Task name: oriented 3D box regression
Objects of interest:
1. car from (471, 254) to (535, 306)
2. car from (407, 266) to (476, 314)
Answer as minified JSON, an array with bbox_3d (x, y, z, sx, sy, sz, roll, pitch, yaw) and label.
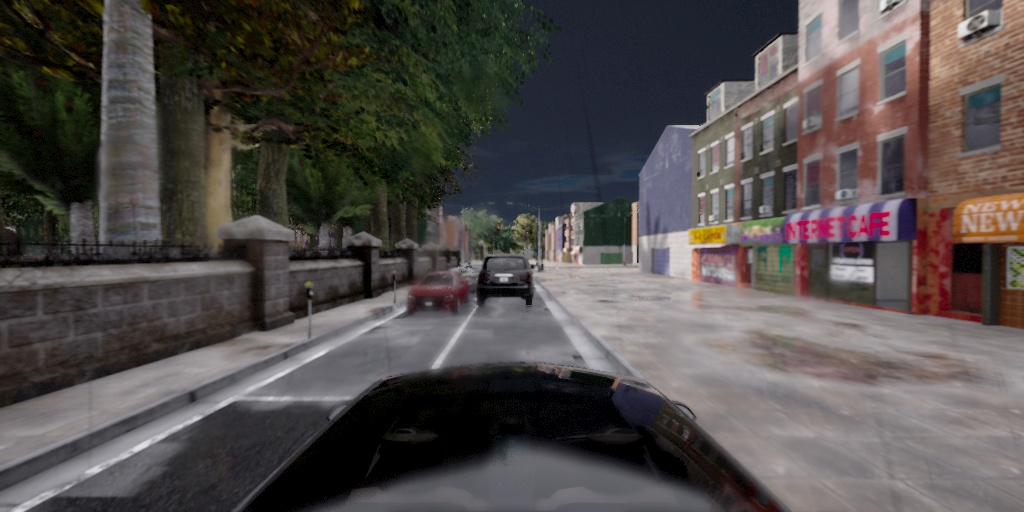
[{"bbox_3d":[-0.186,0.937,15.645,2.150,2.045,5.566,0,0,2],"label":"car"},{"bbox_3d":[-2.629,1.265,13.597,1.888,1.381,4.507,0,0,0],"label":"car"}]
